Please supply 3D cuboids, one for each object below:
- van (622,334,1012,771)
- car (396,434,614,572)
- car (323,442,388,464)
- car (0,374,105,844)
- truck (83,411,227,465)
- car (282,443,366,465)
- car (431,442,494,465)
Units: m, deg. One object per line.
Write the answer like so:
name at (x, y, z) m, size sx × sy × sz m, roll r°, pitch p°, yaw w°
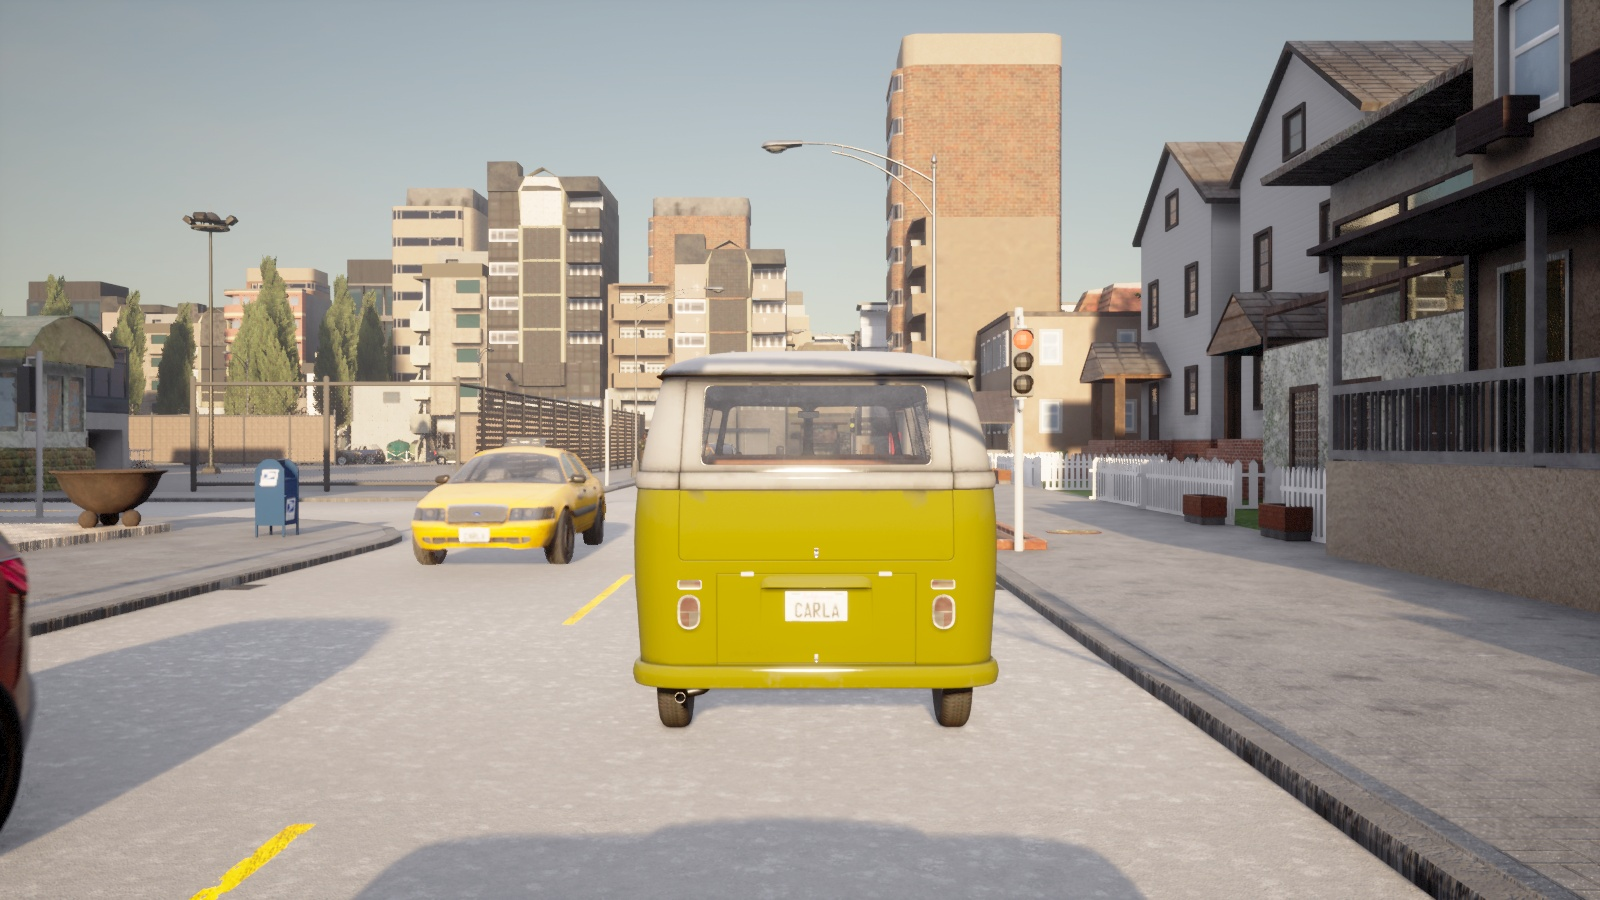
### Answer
van at (0.070, 0.454, 7.932) m, size 1.775 × 1.987 × 4.442 m, roll 0°, pitch 0°, yaw 0°
car at (-3.766, 0.586, 17.032) m, size 1.801 × 1.575 × 5.366 m, roll 0°, pitch 0°, yaw -1°
car at (-30.965, 0.193, 87.498) m, size 3.806 × 1.475 × 1.970 m, roll 0°, pitch 0°, yaw 0°
car at (-3.969, 0.572, 2.814) m, size 2.242 × 1.667 × 4.611 m, roll 0°, pitch 0°, yaw 0°
truck at (-42.373, -0.739, 82.735) m, size 7.936 × 3.462 × 2.891 m, roll 0°, pitch 0°, yaw -13°
car at (-31.592, 0.255, 83.505) m, size 4.892 × 1.490 × 1.837 m, roll 0°, pitch 0°, yaw 1°
car at (-22.380, 0.236, 83.458) m, size 3.705 × 1.549 × 1.789 m, roll 0°, pitch 0°, yaw 0°
